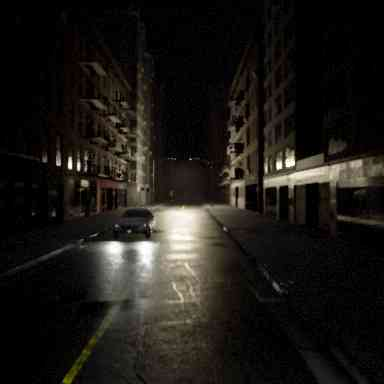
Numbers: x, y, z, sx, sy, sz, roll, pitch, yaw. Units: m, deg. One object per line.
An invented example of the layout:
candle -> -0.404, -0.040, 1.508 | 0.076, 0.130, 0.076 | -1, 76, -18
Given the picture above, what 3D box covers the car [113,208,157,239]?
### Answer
car -> -2.978, 1.616, 18.128 | 1.812, 1.442, 4.674 | 0, 0, 0
